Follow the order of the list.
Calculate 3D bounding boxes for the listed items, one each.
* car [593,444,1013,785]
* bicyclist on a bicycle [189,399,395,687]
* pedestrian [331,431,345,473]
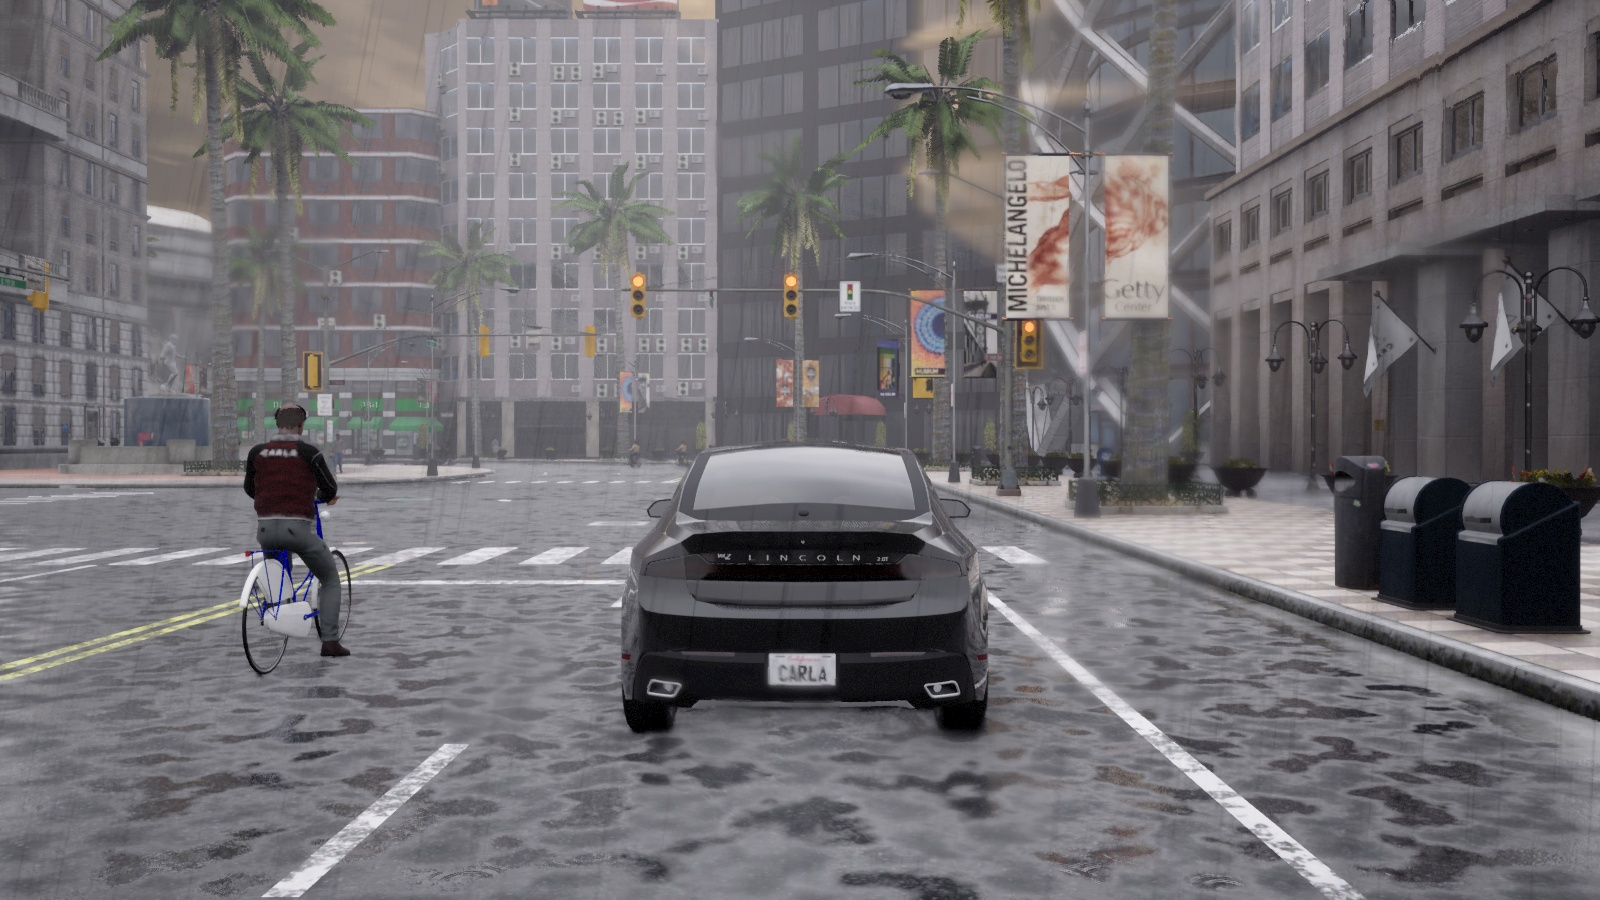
[{"bbox_3d":[0.047,0.707,7.945,1.837,1.490,4.892,0,0,1],"label":"car"},{"bbox_3d":[-3.432,0.565,8.669,0.659,1.776,1.843,0,1,0],"label":"bicyclist on a bicycle"},{"bbox_3d":[-20.501,0.072,55.696,0.354,1.836,0.706,0,0,-1],"label":"pedestrian"}]
